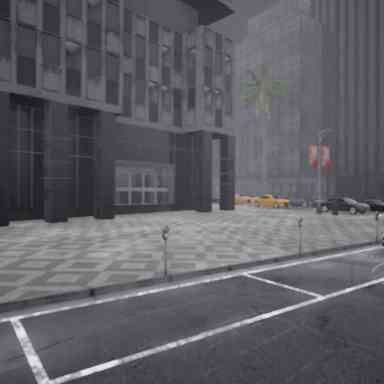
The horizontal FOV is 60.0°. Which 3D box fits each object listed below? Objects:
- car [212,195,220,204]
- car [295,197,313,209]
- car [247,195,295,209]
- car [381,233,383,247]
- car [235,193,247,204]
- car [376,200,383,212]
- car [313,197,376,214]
[{"bbox_3d":[3.540,1.055,48.044,1.895,1.301,4.718,0,1,-35],"label":"car"},{"bbox_3d":[13.154,1.241,40.111,1.994,1.385,4.181,0,1,-35],"label":"car"},{"bbox_3d":[9.393,1.105,39.792,1.882,1.535,5.008,0,1,-35],"label":"car"},{"bbox_3d":[9.241,1.595,13.259,4.403,1.369,2.008,0,0,-36],"label":"car"},{"bbox_3d":[6.793,0.965,49.070,1.882,1.535,5.008,0,1,-35],"label":"car"},{"bbox_3d":[18.247,1.433,32.952,1.895,1.301,4.718,0,1,-36],"label":"car"},{"bbox_3d":[14.690,1.293,32.334,1.837,1.490,4.892,0,1,-35],"label":"car"}]
